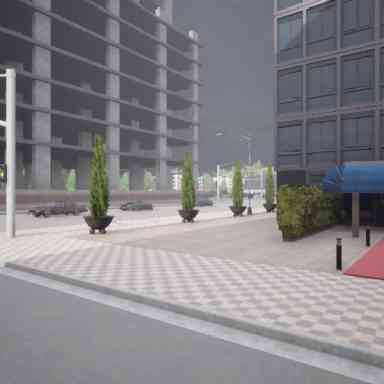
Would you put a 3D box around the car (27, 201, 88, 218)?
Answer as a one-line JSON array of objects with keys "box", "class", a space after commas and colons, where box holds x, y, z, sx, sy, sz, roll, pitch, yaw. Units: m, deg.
[{"box": [-12.334, 1.547, 30.894, 2.033, 1.411, 5.357, 0, 0, 36], "class": "car"}]

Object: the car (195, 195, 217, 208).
[{"box": [1.050, 1.547, 49.268, 2.033, 1.411, 5.357, 0, 0, 36], "class": "car"}]

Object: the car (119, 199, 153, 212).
[{"box": [-6.464, 1.563, 38.953, 1.994, 1.385, 4.181, 0, 0, 37], "class": "car"}]
